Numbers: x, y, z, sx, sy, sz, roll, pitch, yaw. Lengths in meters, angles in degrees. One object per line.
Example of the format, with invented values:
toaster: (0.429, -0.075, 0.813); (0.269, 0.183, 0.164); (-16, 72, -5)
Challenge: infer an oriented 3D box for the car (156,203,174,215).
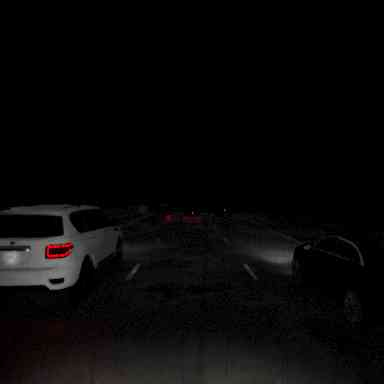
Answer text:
car: (-3.411, 2.112, 42.363); (1.812, 1.442, 4.674); (0, -1, 0)

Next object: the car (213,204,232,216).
car: (3.589, 2.075, 38.907); (2.033, 1.411, 5.357); (0, -1, 0)

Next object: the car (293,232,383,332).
car: (3.598, 1.588, 6.988); (2.128, 1.511, 4.902); (0, -1, 0)

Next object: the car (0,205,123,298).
car: (-3.402, 1.345, 8.985); (2.150, 2.045, 5.566); (0, -1, 0)

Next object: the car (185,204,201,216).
car: (0.089, 2.150, 40.330); (1.895, 1.301, 4.718); (0, -1, 0)
